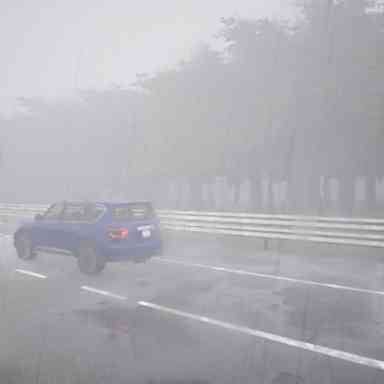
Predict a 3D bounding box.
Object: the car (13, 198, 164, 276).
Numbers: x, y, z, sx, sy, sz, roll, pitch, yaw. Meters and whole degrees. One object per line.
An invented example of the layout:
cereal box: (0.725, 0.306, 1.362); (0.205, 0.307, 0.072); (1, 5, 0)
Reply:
car: (-3.419, 1.225, 10.615); (5.566, 2.045, 2.150); (0, 0, 35)
